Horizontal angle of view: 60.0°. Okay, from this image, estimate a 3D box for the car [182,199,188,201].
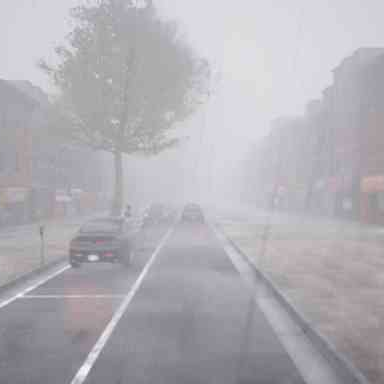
[{"bbox_3d":[0.020,2.073,44.060,2.128,1.511,4.902,0,-1,0],"label":"car"}]

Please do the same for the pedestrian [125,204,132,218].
[{"bbox_3d":[-2.773,1.442,14.672,0.375,1.860,0.375,1,0,0],"label":"pedestrian"}]

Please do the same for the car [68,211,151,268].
[{"bbox_3d":[-2.768,1.620,11.731,1.837,1.490,4.892,0,-1,0],"label":"car"}]

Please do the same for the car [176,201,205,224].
[{"bbox_3d":[0.046,1.815,28.109,2.128,1.511,4.902,0,-1,0],"label":"car"}]

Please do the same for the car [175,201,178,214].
[{"bbox_3d":[-2.698,1.822,32.022,1.967,1.590,4.097,-1,-1,0],"label":"car"}]

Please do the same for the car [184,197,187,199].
[{"bbox_3d":[-2.773,2.688,81.822,1.887,1.381,4.507,-1,-1,0],"label":"car"}]

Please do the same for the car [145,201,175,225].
[{"bbox_3d":[-2.688,1.740,26.491,1.967,1.590,4.097,-1,-1,0],"label":"car"}]

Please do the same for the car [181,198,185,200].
[{"bbox_3d":[-2.742,2.283,59.685,1.967,1.590,4.097,-1,-1,0],"label":"car"}]

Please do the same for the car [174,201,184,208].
[{"bbox_3d":[-2.756,2.554,70.753,2.008,1.369,4.403,-1,-1,0],"label":"car"}]
